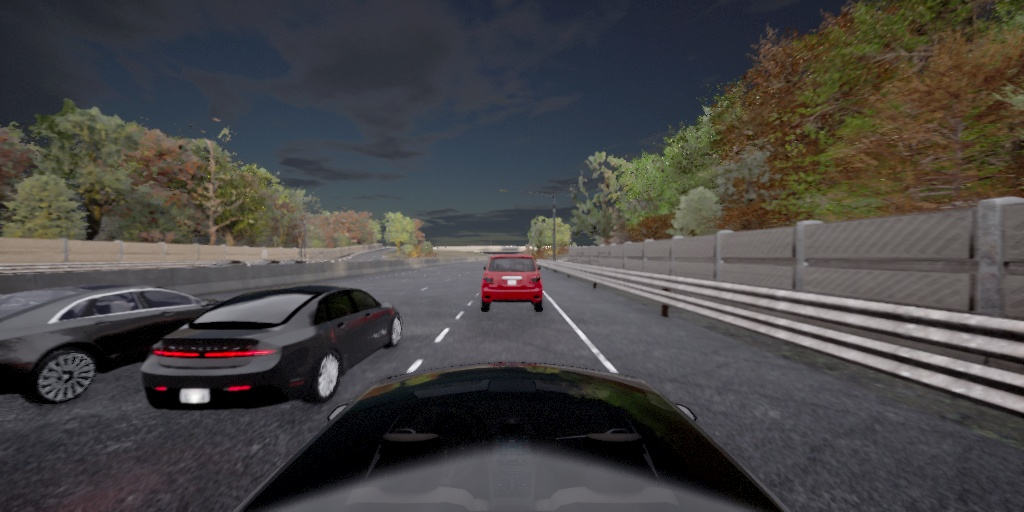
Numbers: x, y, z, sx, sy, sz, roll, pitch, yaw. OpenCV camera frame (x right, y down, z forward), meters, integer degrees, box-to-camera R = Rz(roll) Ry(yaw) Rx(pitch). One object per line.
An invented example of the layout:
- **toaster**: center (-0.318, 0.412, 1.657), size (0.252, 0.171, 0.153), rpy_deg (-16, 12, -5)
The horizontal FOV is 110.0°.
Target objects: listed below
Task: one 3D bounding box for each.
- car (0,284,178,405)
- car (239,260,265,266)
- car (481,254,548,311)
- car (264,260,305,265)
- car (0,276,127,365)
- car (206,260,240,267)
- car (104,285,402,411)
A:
- **car**: center (-6.897, 1.234, 6.238), size (2.128, 1.511, 4.902), rpy_deg (0, 0, 0)
- **car**: center (-28.028, 1.230, 40.932), size (1.837, 1.490, 4.892), rpy_deg (0, 2, 1)
- **car**: center (0.001, 0.955, 14.365), size (2.150, 2.045, 5.566), rpy_deg (0, 0, 0)
- **car**: center (-24.541, 1.230, 39.711), size (1.837, 1.490, 4.892), rpy_deg (0, 1, 1)
- **car**: center (-10.398, 1.234, 6.243), size (2.128, 1.511, 4.902), rpy_deg (0, 0, 0)
- **car**: center (-31.524, 1.223, 39.674), size (1.837, 1.490, 4.892), rpy_deg (0, 2, 1)
- **car**: center (-3.399, 1.247, 6.267), size (1.837, 1.490, 4.892), rpy_deg (0, 0, 0)
